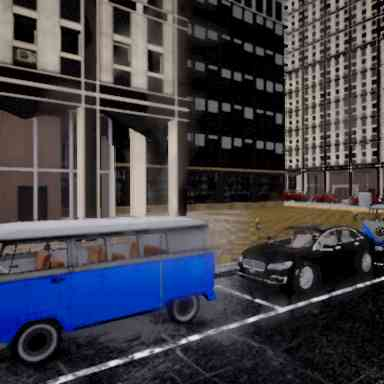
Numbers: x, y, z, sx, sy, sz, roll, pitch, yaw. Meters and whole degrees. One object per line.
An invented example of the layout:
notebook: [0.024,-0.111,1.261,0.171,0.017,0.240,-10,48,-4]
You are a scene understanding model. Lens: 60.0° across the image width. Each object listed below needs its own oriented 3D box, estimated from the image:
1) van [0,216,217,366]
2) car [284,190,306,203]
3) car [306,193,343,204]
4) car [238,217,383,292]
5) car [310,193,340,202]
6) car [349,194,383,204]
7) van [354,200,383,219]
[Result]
van: [-1.471,1.335,5.499,3.998,1.788,1.690,0,0,-35]
car: [15.047,0.615,49.715,2.192,1.841,5.009,1,0,-35]
car: [18.267,0.989,45.171,1.802,1.307,4.206,1,0,-35]
car: [3.143,1.528,8.758,4.403,1.369,2.008,0,0,-35]
car: [21.838,0.846,54.617,1.802,1.307,4.206,1,1,-35]
car: [21.497,0.955,40.625,1.967,1.590,4.097,1,0,-35]
van: [7.757,1.303,12.017,3.998,1.788,1.690,0,0,-35]
